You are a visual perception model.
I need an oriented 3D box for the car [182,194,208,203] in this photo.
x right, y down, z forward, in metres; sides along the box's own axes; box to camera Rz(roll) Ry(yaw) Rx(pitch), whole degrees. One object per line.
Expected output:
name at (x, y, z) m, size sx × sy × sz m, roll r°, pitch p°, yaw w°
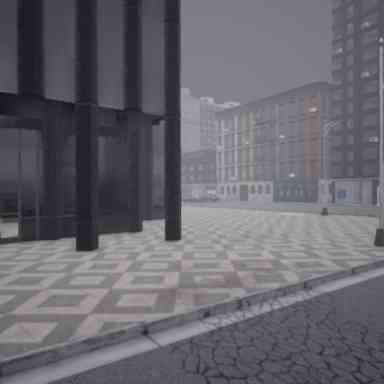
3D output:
car at (0.253, 1.170, 58.502) m, size 1.812 × 1.442 × 4.674 m, roll 0°, pitch 0°, yaw -35°

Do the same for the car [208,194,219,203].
car at (2.811, 1.133, 60.459) m, size 1.837 × 1.490 × 4.892 m, roll 0°, pitch 0°, yaw -35°

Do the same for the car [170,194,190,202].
car at (-2.495, 1.205, 67.924) m, size 1.994 × 1.385 × 4.181 m, roll 0°, pitch 0°, yaw -35°
